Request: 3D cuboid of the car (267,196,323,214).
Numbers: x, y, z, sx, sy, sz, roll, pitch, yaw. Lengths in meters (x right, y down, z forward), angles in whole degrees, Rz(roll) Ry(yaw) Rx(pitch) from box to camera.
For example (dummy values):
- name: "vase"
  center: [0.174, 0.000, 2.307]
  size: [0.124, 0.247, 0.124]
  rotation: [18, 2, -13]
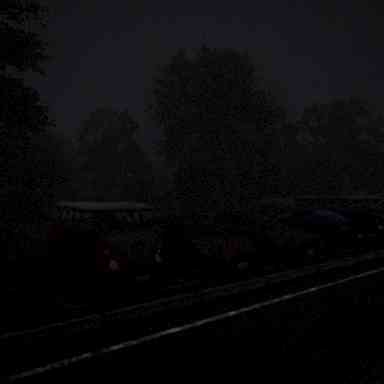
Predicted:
- name: "car"
  center: [10.320, 1.261, 33.709]
  size: [1.946, 1.575, 5.366]
  rotation: [-1, 0, -36]

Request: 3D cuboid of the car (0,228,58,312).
- name: "car"
  center: [-4.684, 1.499, 7.175]
  size: [2.163, 1.488, 4.792]
  rotation: [-1, 0, -36]

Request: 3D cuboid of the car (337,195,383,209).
- name: "car"
  center: [21.396, 1.158, 42.080]
  size: [1.946, 1.575, 5.366]
  rotation: [-1, 0, -36]

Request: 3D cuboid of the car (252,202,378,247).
- name: "car"
  center: [4.459, 1.385, 13.666]
  size: [2.097, 1.535, 5.008]
  rotation: [-1, 0, -36]

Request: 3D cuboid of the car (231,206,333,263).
- name: "car"
  center: [2.192, 1.436, 12.017]
  size: [2.163, 1.488, 4.792]
  rotation: [-1, 0, -36]

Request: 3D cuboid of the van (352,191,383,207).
- name: "van"
  center: [23.692, 0.914, 43.635]
  size: [1.878, 1.987, 4.442]
  rotation: [-1, 0, -36]

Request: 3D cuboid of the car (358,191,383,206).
- name: "car"
  center: [26.002, 0.868, 45.178]
  size: [2.435, 2.045, 5.566]
  rotation: [-1, 0, -36]

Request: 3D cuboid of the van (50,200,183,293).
- name: "van"
  center: [-2.320, 1.223, 8.685]
  size: [1.878, 1.987, 4.442]
  rotation: [-1, 0, -36]

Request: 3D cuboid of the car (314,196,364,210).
- name: "car"
  center: [17.004, 1.232, 38.678]
  size: [2.163, 1.488, 4.792]
  rotation: [-1, 0, -36]

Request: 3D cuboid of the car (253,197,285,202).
- name: "car"
  center: [7.949, 1.286, 32.250]
  size: [2.231, 1.521, 4.892]
  rotation: [-1, 0, -36]

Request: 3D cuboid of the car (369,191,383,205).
- name: "car"
  center: [28.294, 0.842, 46.746]
  size: [2.435, 2.045, 5.566]
  rotation: [-1, 0, -36]

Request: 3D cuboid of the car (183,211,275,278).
- name: "car"
  center: [-0.089, 1.457, 10.387]
  size: [2.163, 1.488, 4.792]
  rotation: [-1, 0, -36]

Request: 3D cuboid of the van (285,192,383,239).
- name: "van"
  center: [6.803, 1.139, 15.204]
  size: [1.878, 1.987, 4.442]
  rotation: [-1, 0, -36]
